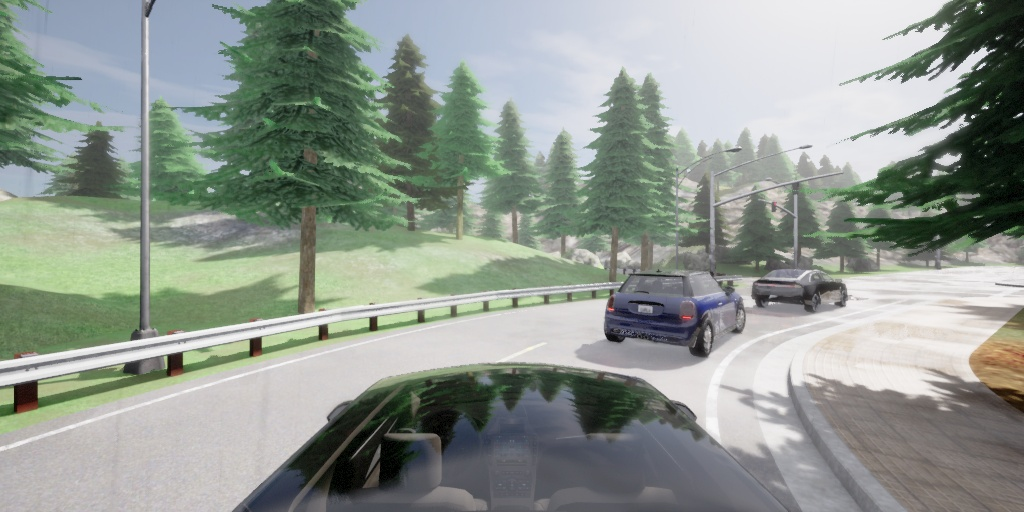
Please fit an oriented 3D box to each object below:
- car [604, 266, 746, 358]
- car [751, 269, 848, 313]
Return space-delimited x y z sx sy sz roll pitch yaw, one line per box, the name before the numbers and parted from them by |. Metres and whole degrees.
car | 4.176 1.109 8.893 2.097 1.767 4.553 0 0 43
car | 11.363 1.256 14.096 4.902 1.511 2.128 0 0 -32
